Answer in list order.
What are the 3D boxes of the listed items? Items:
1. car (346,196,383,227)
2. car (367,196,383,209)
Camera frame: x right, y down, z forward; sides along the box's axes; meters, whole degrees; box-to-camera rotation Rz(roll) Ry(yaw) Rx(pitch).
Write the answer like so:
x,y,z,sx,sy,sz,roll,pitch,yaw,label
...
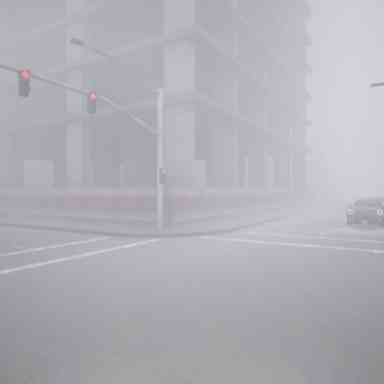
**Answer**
x,y,z,sx,sy,sz,roll,pitch,yaw,label
11.569,1.234,22.003,2.097,1.767,4.553,0,0,31,car
23.333,1.289,41.732,2.128,1.511,4.902,0,0,31,car
